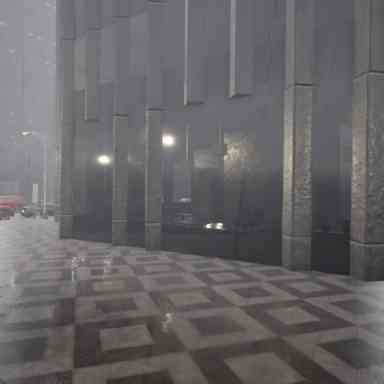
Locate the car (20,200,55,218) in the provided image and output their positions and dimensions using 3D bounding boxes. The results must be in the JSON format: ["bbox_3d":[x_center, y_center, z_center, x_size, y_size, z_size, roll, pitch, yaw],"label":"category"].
[{"bbox_3d":[-13.836,1.742,31.336,1.947,1.339,4.313,1,0,35],"label":"car"}]

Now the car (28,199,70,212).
[{"bbox_3d":[-17.501,1.634,40.885,1.947,1.339,4.313,1,0,35],"label":"car"}]

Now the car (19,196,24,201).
[{"bbox_3d":[-20.771,1.353,36.288,2.192,1.841,5.009,1,0,35],"label":"car"}]

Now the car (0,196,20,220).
[{"bbox_3d":[-17.106,1.463,26.738,2.192,1.841,5.009,1,0,35],"label":"car"}]
